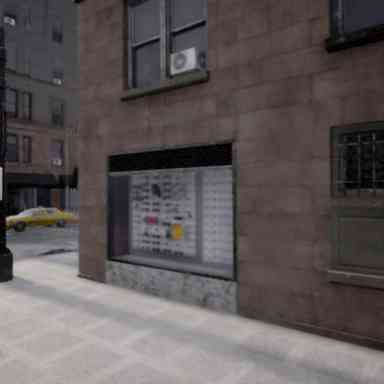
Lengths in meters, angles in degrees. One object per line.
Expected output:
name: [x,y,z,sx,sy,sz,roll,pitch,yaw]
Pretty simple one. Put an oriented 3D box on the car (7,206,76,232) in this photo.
car: [-9.682,1.591,20.770,1.752,1.417,4.829,0,0,36]
